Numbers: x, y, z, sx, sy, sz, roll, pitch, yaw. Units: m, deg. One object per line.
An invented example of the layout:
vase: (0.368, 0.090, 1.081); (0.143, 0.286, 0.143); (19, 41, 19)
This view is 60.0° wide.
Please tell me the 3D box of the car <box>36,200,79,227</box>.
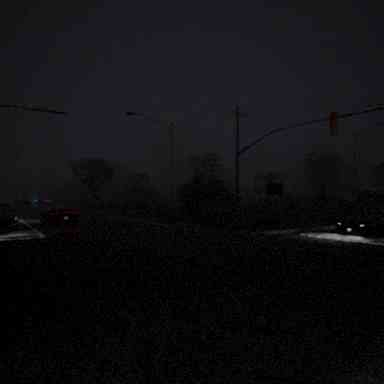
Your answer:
car: (-9.543, 1.547, 23.769); (1.882, 1.535, 5.008); (1, -1, -33)

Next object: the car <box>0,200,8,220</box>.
car: (-17.450, 1.528, 29.283); (1.837, 1.490, 4.892); (1, 0, -32)

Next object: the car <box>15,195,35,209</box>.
car: (-22.648, 1.454, 44.436); (1.837, 1.490, 4.892); (1, 0, -32)

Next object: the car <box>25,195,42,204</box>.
car: (-27.853, 1.262, 58.354); (1.812, 1.442, 4.674); (1, 1, -37)

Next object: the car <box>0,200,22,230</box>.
car: (-12.182, 1.502, 20.928); (1.882, 1.535, 5.008); (1, 0, -33)

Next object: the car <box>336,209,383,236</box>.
car: (11.144, 1.793, 20.532); (5.357, 1.411, 2.033); (1, 0, -35)

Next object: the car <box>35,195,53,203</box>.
car: (-21.984, 1.420, 49.860); (2.128, 1.511, 4.902); (1, 0, -33)
